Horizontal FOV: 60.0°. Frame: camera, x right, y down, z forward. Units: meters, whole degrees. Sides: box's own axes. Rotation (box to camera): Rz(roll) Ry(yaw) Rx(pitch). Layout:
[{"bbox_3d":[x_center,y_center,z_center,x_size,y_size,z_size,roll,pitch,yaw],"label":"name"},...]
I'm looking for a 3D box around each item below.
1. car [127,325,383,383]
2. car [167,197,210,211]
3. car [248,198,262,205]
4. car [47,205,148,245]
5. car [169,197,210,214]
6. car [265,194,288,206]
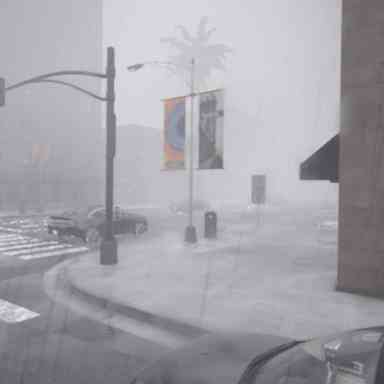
[{"bbox_3d":[1.415,1.554,1.838,4.403,1.369,2.008,1,1,35],"label":"car"},{"bbox_3d":[-0.266,1.279,37.502,2.033,1.411,5.357,1,1,35],"label":"car"},{"bbox_3d":[10.563,1.182,52.692,2.097,1.767,4.553,1,0,35],"label":"car"},{"bbox_3d":[-3.996,1.343,14.964,2.128,1.511,4.902,1,0,33],"label":"car"},{"bbox_3d":[-0.141,1.265,32.038,2.128,1.511,4.902,1,1,35],"label":"car"},{"bbox_3d":[12.858,1.176,50.316,2.097,1.767,4.553,1,1,35],"label":"car"}]
